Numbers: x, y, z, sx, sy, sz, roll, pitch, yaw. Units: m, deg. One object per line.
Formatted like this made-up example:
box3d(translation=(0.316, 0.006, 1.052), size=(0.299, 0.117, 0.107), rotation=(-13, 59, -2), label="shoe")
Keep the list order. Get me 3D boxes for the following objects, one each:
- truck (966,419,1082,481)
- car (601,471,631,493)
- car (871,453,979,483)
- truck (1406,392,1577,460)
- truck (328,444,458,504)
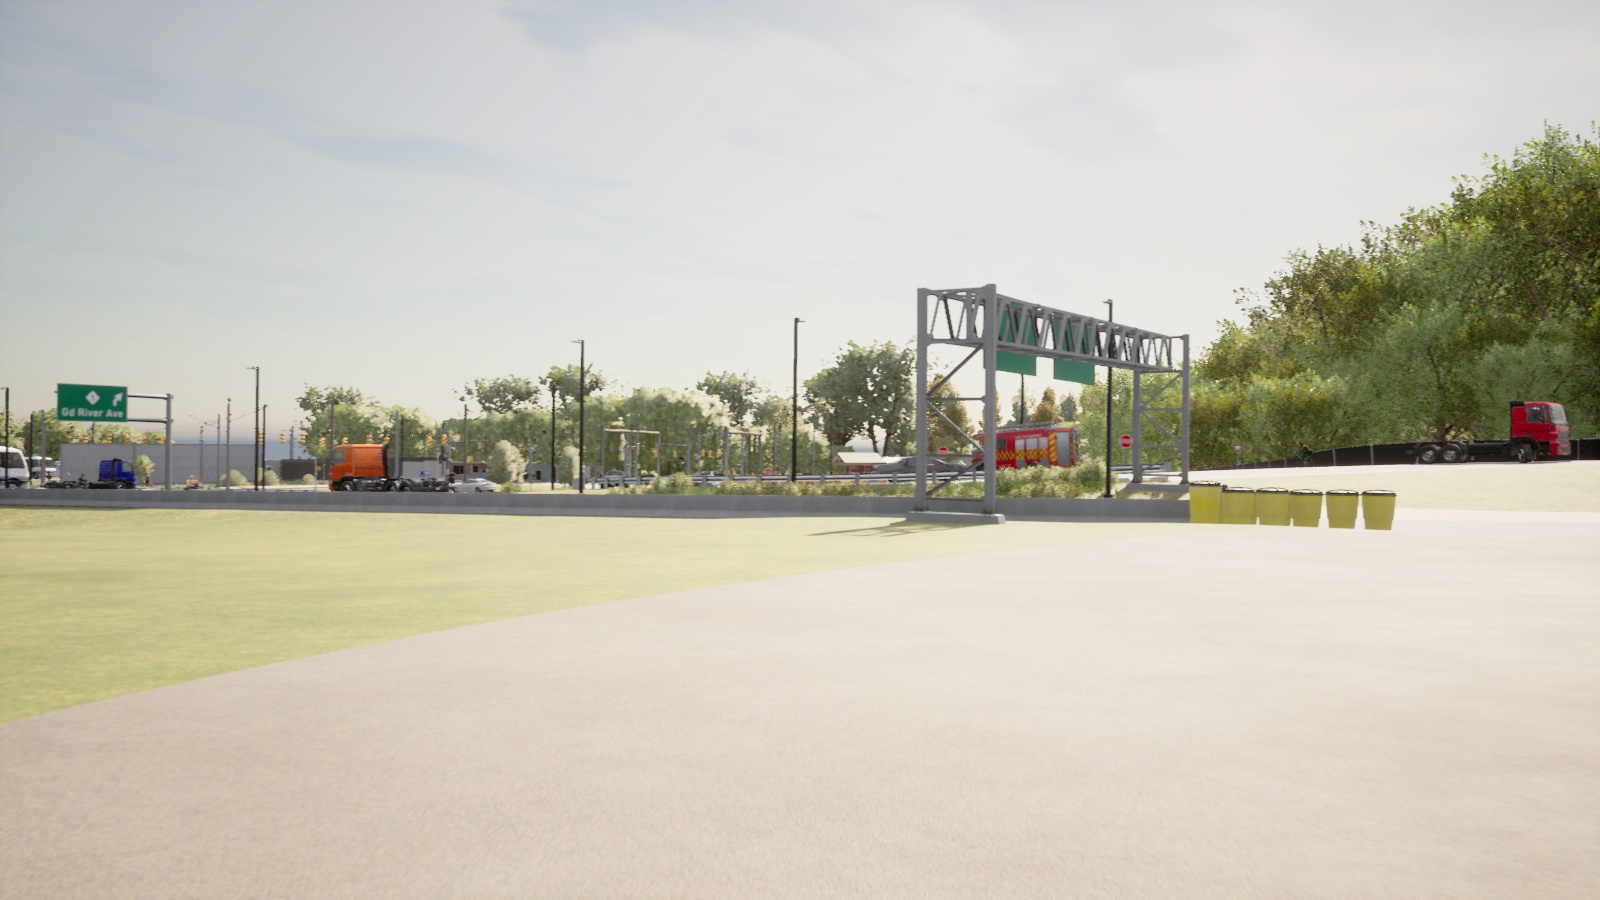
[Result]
box3d(translation=(15.826, 0.039, 89.361), size=(2.891, 3.827, 8.468), rotation=(-2, -2, -33), label="truck")
box3d(translation=(-12.923, 2.253, 88.558), size=(1.816, 1.474, 4.193), rotation=(0, -3, -5), label="car")
box3d(translation=(6.661, 0.962, 67.204), size=(5.357, 1.411, 2.033), rotation=(-2, -1, -10), label="car")
box3d(translation=(39.399, -1.280, 71.799), size=(2.891, 3.462, 7.936), rotation=(-1, -1, -44), label="truck")
box3d(translation=(-24.553, 1.476, 75.640), size=(7.936, 3.462, 2.891), rotation=(-1, 0, 31), label="truck")
